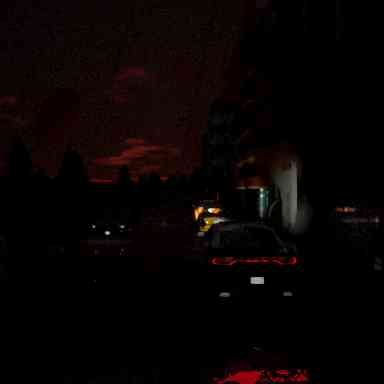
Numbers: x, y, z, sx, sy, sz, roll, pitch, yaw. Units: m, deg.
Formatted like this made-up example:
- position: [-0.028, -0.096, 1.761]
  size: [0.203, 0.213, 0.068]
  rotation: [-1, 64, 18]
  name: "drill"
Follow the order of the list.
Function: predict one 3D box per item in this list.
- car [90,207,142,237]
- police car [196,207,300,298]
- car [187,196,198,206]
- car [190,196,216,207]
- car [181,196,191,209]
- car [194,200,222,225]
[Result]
- position: [-3.988, 1.547, 18.349]
  size: [2.033, 1.411, 5.357]
  rotation: [0, 0, 0]
  name: "car"
- position: [1.193, 1.420, 8.653]
  size: [1.930, 1.638, 5.238]
  rotation: [0, 0, 0]
  name: "police car"
- position: [0.033, 1.505, 56.666]
  size: [1.837, 1.490, 4.892]
  rotation: [0, 0, 0]
  name: "car"
- position: [1.161, 1.300, 24.511]
  size: [2.097, 1.767, 4.553]
  rotation: [-3, 0, 0]
  name: "car"
- position: [0.051, 1.491, 44.485]
  size: [2.128, 1.511, 4.902]
  rotation: [0, 0, 1]
  name: "car"
- position: [1.211, 1.456, 18.731]
  size: [1.801, 1.575, 5.366]
  rotation: [0, 0, 0]
  name: "car"
